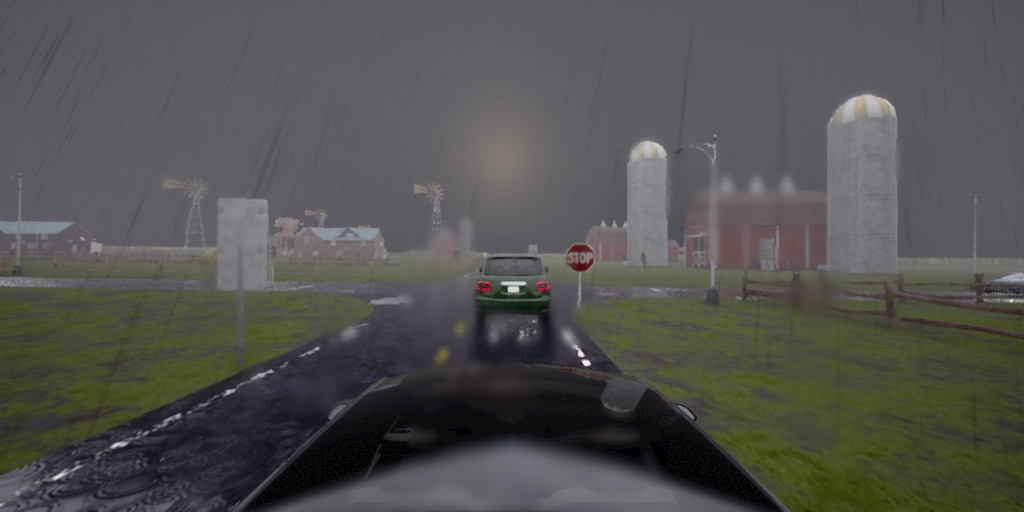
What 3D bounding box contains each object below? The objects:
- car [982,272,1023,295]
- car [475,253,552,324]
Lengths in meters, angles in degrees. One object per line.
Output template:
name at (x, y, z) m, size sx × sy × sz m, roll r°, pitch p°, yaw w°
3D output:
car at (32.454, 1.741, 22.536) m, size 4.674 × 1.442 × 1.812 m, roll 1°, pitch 0°, yaw 0°
car at (0.062, 0.928, 11.914) m, size 2.150 × 2.045 × 5.566 m, roll 0°, pitch 1°, yaw 0°
